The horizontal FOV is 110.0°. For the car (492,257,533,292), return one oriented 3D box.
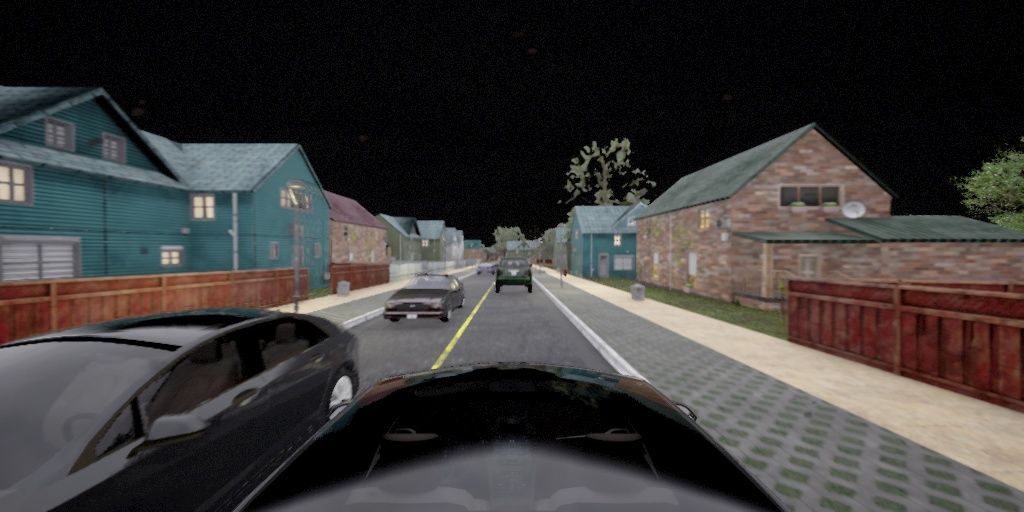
[{"bbox_3d":[0.099,1.051,22.282,2.150,2.045,5.566,0,0,0],"label":"car"}]

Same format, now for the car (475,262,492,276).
[{"bbox_3d":[-2.844,1.421,39.672,1.812,1.442,4.674,0,0,0],"label":"car"}]

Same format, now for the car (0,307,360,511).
[{"bbox_3d":[-2.841,1.259,2.705,1.837,1.490,4.892,0,0,0],"label":"car"}]

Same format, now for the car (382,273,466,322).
[{"bbox_3d":[-2.803,1.339,12.789,2.033,1.411,5.357,0,0,1],"label":"car"}]
